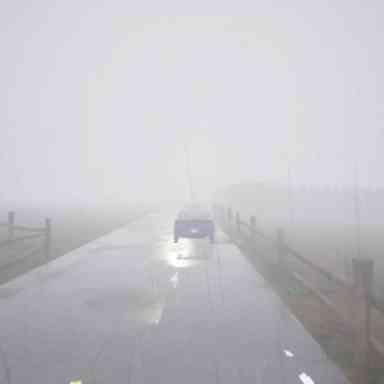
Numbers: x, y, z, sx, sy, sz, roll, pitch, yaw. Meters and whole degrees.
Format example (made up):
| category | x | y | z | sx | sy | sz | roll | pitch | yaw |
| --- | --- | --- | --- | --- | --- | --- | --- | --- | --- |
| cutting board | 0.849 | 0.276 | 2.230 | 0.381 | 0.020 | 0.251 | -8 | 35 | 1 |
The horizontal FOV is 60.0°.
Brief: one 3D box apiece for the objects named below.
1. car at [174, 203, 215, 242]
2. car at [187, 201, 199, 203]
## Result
| category | x | y | z | sx | sy | sz | roll | pitch | yaw |
| --- | --- | --- | --- | --- | --- | --- | --- | --- | --- |
| car | 0.098 | 1.543 | 16.931 | 1.882 | 1.535 | 5.008 | 0 | 0 | 0 |
| car | 0.099 | 1.709 | 37.332 | 2.128 | 1.511 | 4.902 | 0 | -1 | 0 |
